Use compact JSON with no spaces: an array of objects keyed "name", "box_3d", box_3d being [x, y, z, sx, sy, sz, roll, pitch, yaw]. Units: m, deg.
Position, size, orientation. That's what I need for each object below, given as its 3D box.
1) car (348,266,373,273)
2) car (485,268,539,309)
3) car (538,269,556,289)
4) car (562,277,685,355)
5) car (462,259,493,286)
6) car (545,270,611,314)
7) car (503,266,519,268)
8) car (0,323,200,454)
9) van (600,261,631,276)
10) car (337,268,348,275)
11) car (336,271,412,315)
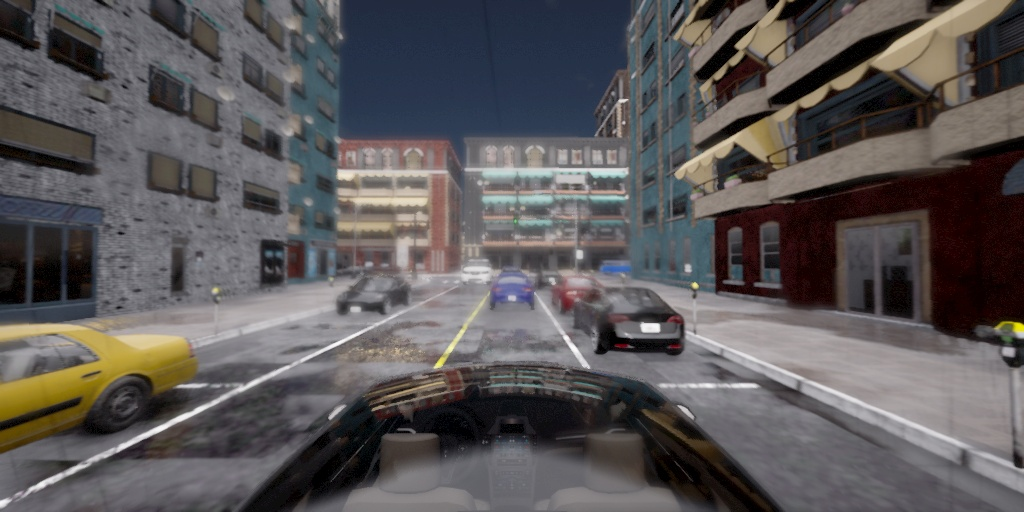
[{"name":"car","box_3d":[-19.686,1.959,44.949,4.403,1.370,2.007,0,0,0]},{"name":"car","box_3d":[0.029,1.432,15.750,1.812,1.442,4.674,0,0,1]},{"name":"car","box_3d":[2.572,1.585,25.421,1.948,1.339,4.313,0,0,0]},{"name":"car","box_3d":[2.568,1.393,8.730,1.948,1.339,4.313,0,0,0]},{"name":"car","box_3d":[-2.751,1.295,29.601,2.150,2.045,5.566,0,-1,0]},{"name":"car","box_3d":[2.569,1.435,14.294,1.888,1.381,4.507,0,0,0]},{"name":"car","box_3d":[-0.118,1.570,30.343,2.128,1.511,4.902,0,-1,-3]},{"name":"car","box_3d":[-5.294,1.291,2.973,1.751,1.417,4.829,0,0,0]},{"name":"van","box_3d":[13.098,1.539,44.988,3.998,1.789,1.690,0,0,0]},{"name":"car","box_3d":[-19.645,1.665,36.811,4.097,1.591,1.967,0,0,0]},{"name":"car","box_3d":[-5.278,1.455,14.271,1.948,1.339,4.313,0,0,0]}]
